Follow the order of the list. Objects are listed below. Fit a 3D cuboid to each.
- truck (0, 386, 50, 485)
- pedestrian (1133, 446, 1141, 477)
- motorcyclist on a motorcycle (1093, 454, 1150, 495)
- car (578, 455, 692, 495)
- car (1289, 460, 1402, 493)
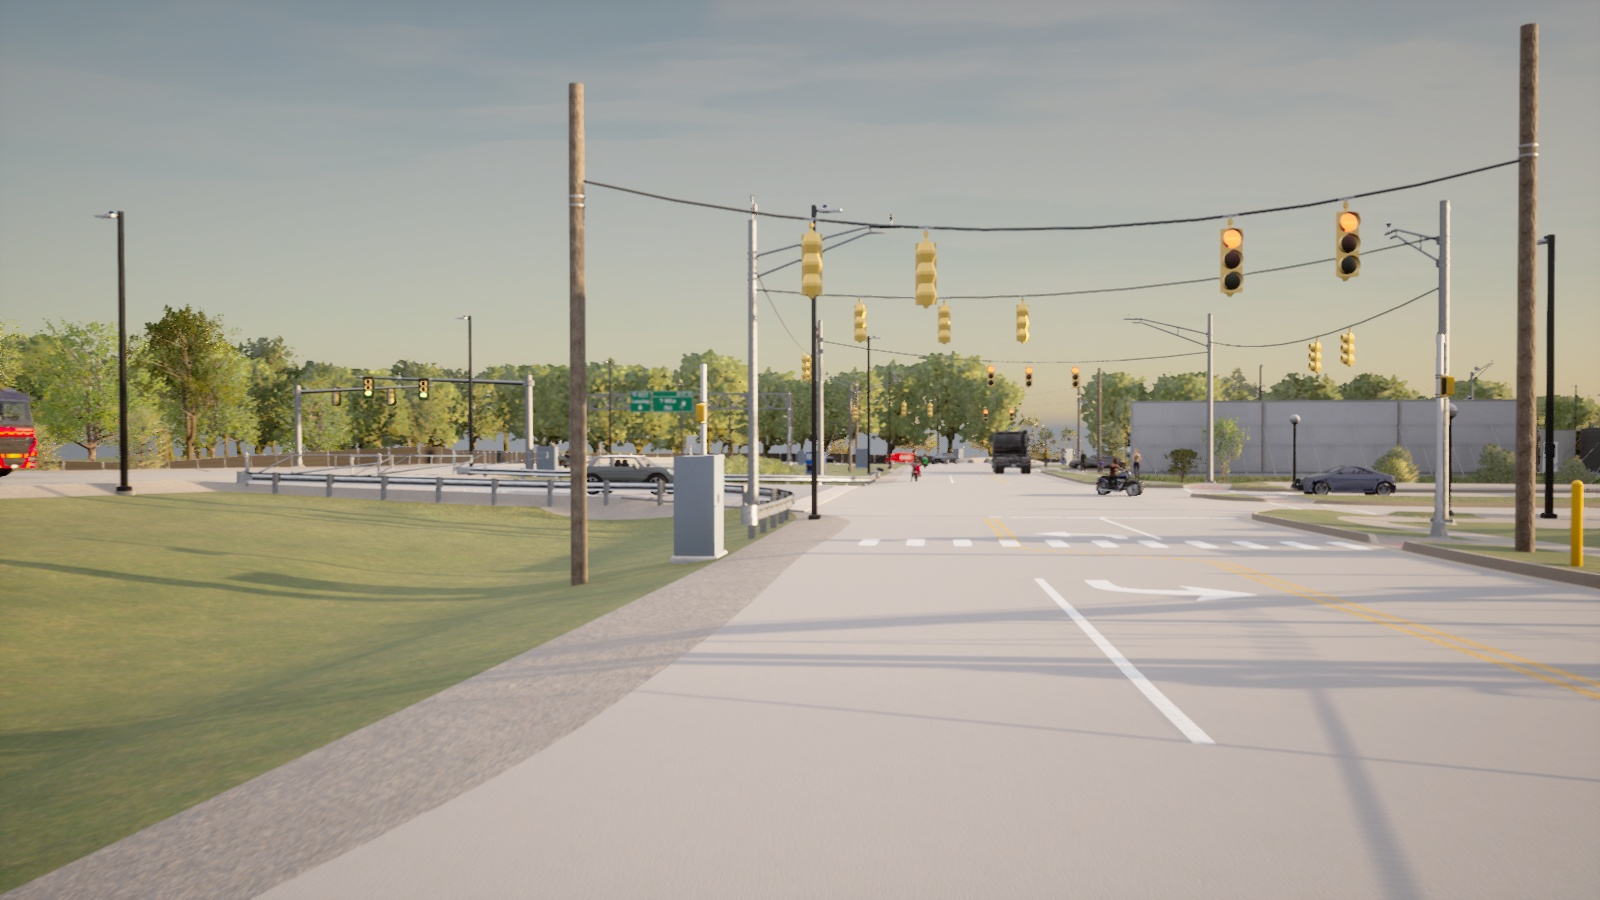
[{"bbox_3d":[-34.847,-0.528,50.051,8.468,3.827,2.891,0,0,6],"label":"truck"},{"bbox_3d":[19.776,0.662,73.618,0.345,1.836,0.594,0,1,6],"label":"pedestrian"},{"bbox_3d":[13.412,1.025,52.499,0.766,1.649,2.350,1,0,-36],"label":"motorcyclist on a motorcycle"},{"bbox_3d":[-6.128,0.922,46.865,3.806,1.475,1.970,0,0,11],"label":"car"},{"bbox_3d":[24.213,1.160,55.864,4.181,1.385,1.994,0,0,6],"label":"car"}]
